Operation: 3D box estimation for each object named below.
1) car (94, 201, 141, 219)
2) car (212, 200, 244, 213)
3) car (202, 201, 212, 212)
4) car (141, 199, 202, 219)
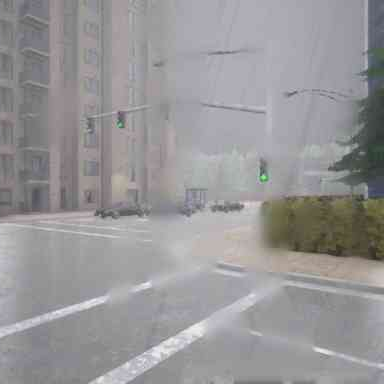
[{"bbox_3d":[-6.012,1.547,29.424,2.033,1.411,5.357,0,0,36],"label":"car"},{"bbox_3d":[3.970,1.601,37.183,1.895,1.301,4.718,0,0,36],"label":"car"},{"bbox_3d":[-0.329,1.492,37.228,2.128,1.511,4.902,0,0,36],"label":"car"},{"bbox_3d":[-1.677,1.547,29.435,2.033,1.411,5.357,0,0,36],"label":"car"}]
